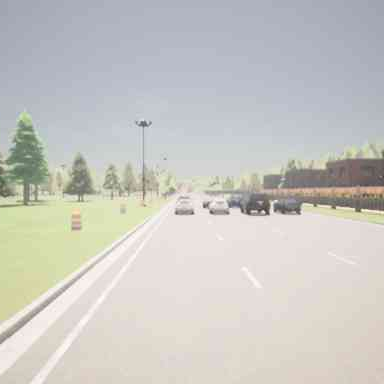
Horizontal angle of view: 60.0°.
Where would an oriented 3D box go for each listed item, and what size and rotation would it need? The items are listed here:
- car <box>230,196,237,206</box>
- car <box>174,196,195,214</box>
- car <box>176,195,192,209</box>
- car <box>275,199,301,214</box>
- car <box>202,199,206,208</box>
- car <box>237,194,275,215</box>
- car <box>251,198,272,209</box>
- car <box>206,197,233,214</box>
[{"bbox_3d":[5.929,1.301,46.303,2.097,1.767,4.553,0,0,-1],"label":"car"},{"bbox_3d":[-0.751,1.488,34.118,1.812,1.442,4.674,0,0,-1],"label":"car"},{"bbox_3d":[-1.071,1.302,46.270,2.097,1.767,4.553,0,0,-1],"label":"car"},{"bbox_3d":[9.744,1.453,34.417,2.128,1.511,4.902,0,0,-1],"label":"car"},{"bbox_3d":[2.432,1.551,45.794,1.895,1.301,4.718,0,0,-1],"label":"car"},{"bbox_3d":[6.263,1.182,33.397,2.150,2.045,5.566,0,0,-1],"label":"car"},{"bbox_3d":[9.441,1.514,45.422,1.994,1.385,4.181,0,0,-1],"label":"car"},{"bbox_3d":[2.747,1.488,34.375,1.812,1.442,4.674,0,0,-1],"label":"car"}]
